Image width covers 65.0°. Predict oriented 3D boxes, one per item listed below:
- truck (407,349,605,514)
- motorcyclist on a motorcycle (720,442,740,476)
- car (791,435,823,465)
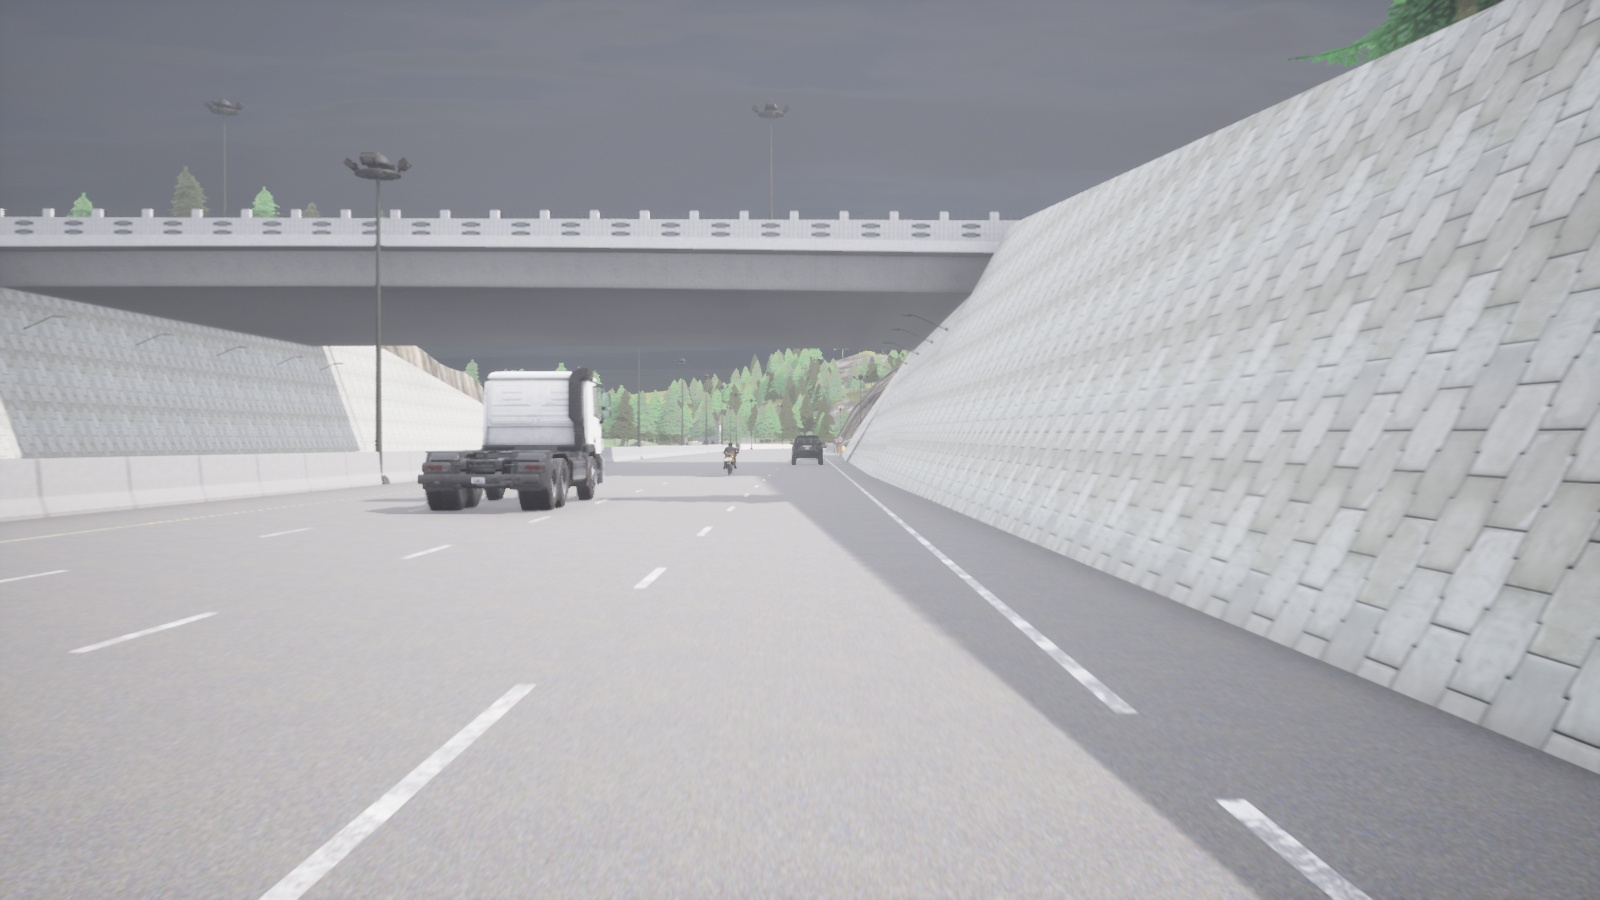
[{"bbox_3d":[-6.811,-0.410,30.436,2.891,3.462,7.936,0,0,0],"label":"truck"},{"bbox_3d":[-3.161,0.409,56.906,0.797,1.523,2.044,0,0,0],"label":"motorcyclist on a motorcycle"},{"bbox_3d":[0.503,-0.025,88.089,2.150,2.045,5.566,0,0,0],"label":"car"}]
